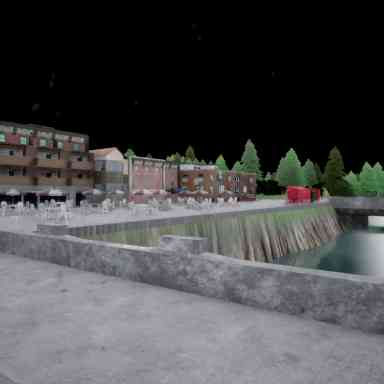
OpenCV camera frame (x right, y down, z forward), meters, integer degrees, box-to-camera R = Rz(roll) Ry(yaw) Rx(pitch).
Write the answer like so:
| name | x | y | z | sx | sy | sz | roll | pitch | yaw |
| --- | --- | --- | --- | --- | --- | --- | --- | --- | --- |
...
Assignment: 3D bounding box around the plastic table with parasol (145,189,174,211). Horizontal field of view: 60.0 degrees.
| name | x | y | z | sx | sy | sz | roll | pitch | yaw |
| --- | --- | --- | --- | --- | --- | --- | --- | --- | --- |
| plastic table with parasol | -3.903 | 0.925 | 39.824 | 2.482 | 2.480 | 2.482 | 0 | 0 | 36 |
